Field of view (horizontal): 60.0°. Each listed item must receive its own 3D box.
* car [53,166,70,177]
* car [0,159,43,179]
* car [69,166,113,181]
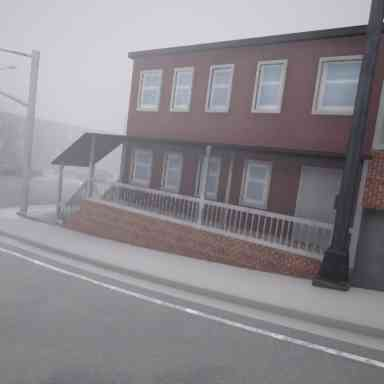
[{"bbox_3d":[-14.707,-2.638,42.182,2.033,1.411,5.357,11,6,35],"label":"car"},{"bbox_3d":[-17.427,-2.114,32.488,2.033,1.411,5.357,11,6,37],"label":"car"},{"bbox_3d":[-11.787,-2.150,40.296,1.837,1.490,4.892,11,6,35],"label":"car"}]
